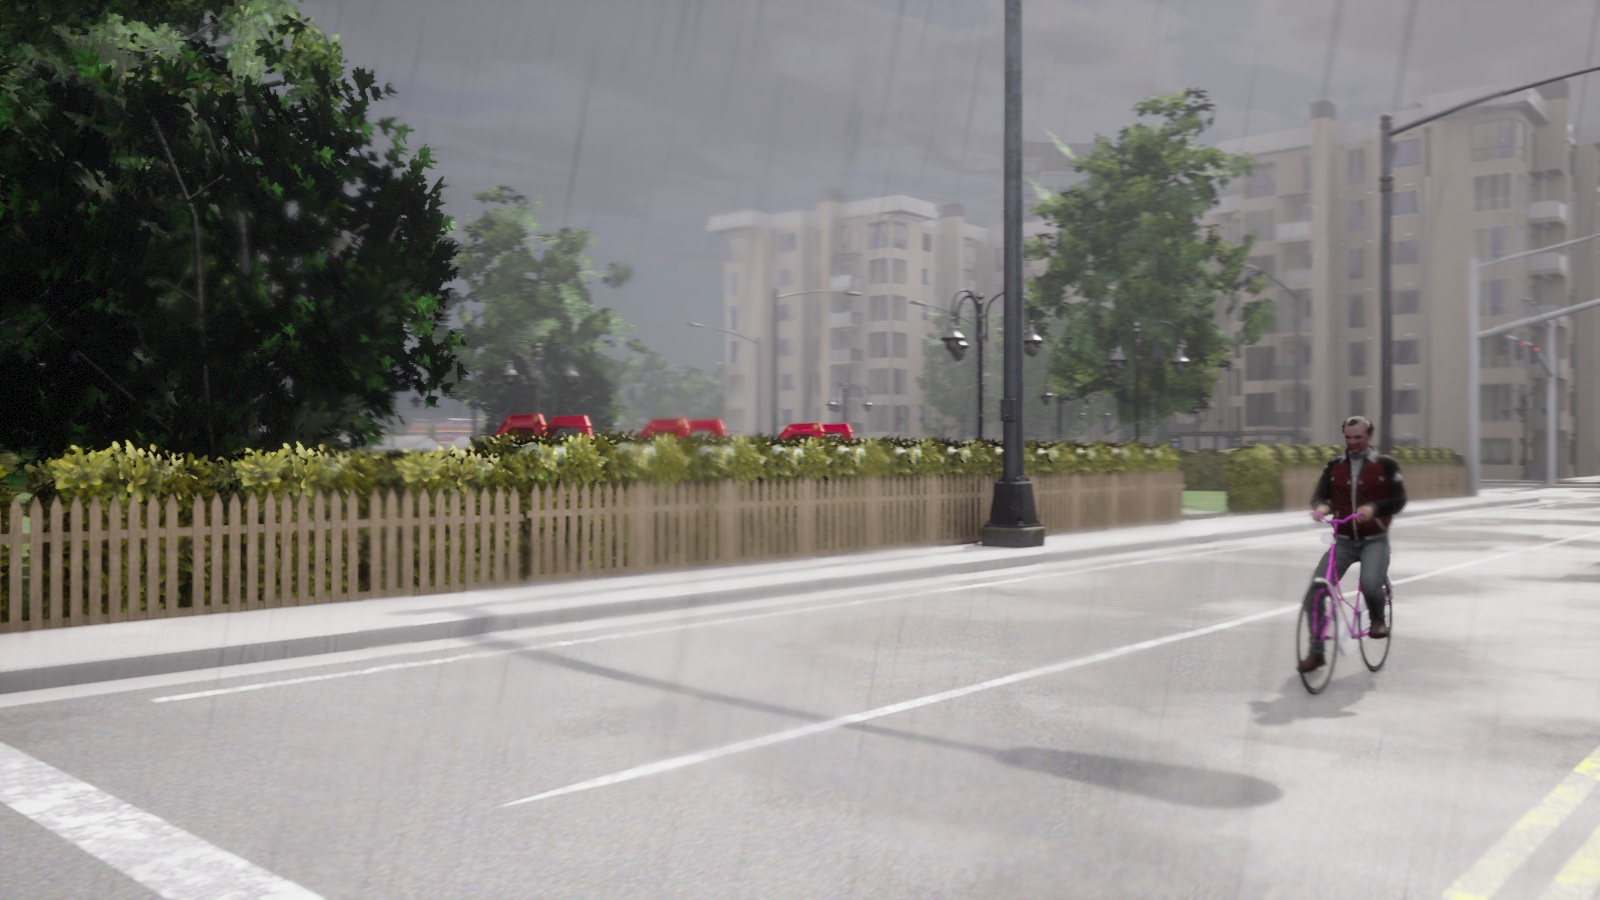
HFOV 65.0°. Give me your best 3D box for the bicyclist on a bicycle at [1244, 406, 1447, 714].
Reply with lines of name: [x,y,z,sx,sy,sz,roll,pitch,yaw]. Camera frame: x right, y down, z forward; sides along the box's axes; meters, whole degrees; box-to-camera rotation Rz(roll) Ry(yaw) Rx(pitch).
bicyclist on a bicycle: [3.579,0.642,8.152,0.659,1.776,1.843,0,-1,42]
